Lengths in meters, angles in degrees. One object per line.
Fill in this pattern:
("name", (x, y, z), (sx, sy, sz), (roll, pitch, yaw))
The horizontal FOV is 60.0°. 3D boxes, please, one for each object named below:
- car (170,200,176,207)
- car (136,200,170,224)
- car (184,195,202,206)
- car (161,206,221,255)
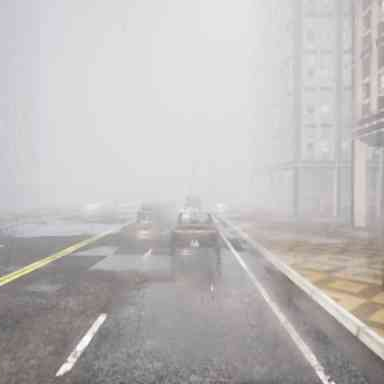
("car", (-3.138, 1.784, 45.591), (1.895, 1.301, 4.718), (0, 0, 0))
("car", (-3.143, 1.601, 25.961), (2.128, 1.511, 4.902), (0, 0, 0))
("car", (0.112, 1.401, 44.659), (2.150, 2.045, 5.566), (0, 0, 0))
("car", (0.104, 1.550, 13.491), (2.128, 1.511, 4.902), (0, 0, 0))
